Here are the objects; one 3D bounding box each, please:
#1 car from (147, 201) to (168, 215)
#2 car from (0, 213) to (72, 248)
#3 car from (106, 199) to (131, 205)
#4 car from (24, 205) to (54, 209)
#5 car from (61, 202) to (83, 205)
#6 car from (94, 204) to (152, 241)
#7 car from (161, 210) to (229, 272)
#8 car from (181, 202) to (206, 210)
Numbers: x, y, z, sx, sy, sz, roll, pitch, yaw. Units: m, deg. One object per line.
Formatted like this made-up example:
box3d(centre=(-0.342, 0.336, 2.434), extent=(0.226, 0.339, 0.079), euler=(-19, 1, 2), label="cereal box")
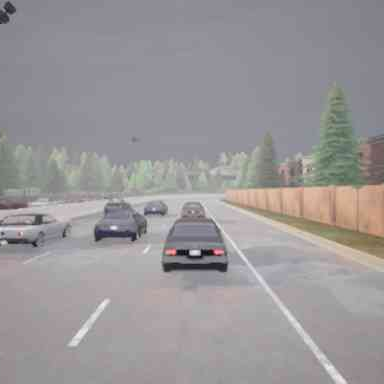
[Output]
box3d(centre=(-3.398, 1.500, 31.827), extent=(1.994, 1.385, 4.181), euler=(0, 0, 0), label="car")
box3d(centre=(-6.904, 1.572, 14.496), extent=(1.895, 1.301, 4.718), euler=(0, 0, 0), label="car")
box3d(centre=(-6.899, 1.429, 31.295), extent=(2.128, 1.511, 4.902), euler=(0, 0, 0), label="car")
box3d(centre=(-17.581, 1.447, 39.514), extent=(1.812, 1.442, 4.674), euler=(0, 0, 0), label="car")
box3d(centre=(-14.081, 1.485, 39.662), extent=(1.994, 1.385, 4.181), euler=(0, 0, 0), label="car")
box3d(centre=(-3.403, 1.531, 16.511), extent=(1.994, 1.385, 4.181), euler=(0, 0, 0), label="car")
box3d(centre=(0.085, 1.526, 10.642), extent=(2.033, 1.411, 5.357), euler=(0, 0, 0), label="car")
box3d(centre=(0.090, 1.495, 26.215), extent=(2.033, 1.411, 5.357), euler=(0, 0, 0), label="car")
